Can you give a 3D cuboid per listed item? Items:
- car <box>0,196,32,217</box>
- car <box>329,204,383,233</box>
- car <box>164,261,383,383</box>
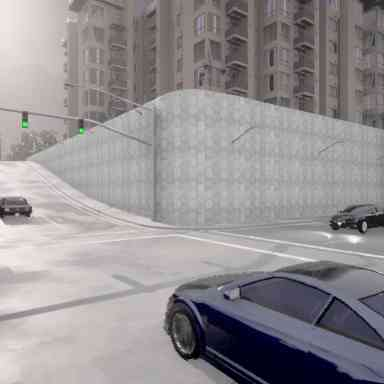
[{"bbox_3d":[-13.005,0.972,24.072,1.895,1.301,4.718,0,6,-36],"label":"car"},{"bbox_3d":[10.147,1.510,19.846,4.892,1.490,1.837,0,0,-36],"label":"car"},{"bbox_3d":[1.401,1.566,4.045,1.994,1.385,4.181,0,0,-36],"label":"car"}]
